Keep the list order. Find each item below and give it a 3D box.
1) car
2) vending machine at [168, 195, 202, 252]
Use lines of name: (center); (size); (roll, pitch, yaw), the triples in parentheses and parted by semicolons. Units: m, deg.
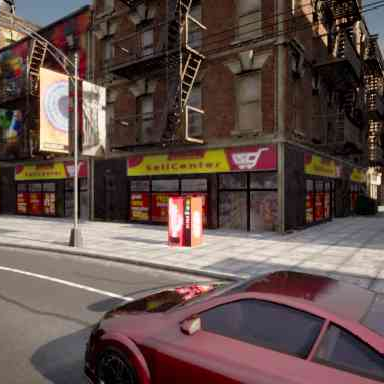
car: (0.822, 1.564, 3.407); (4.181, 1.385, 1.994); (0, 0, 35)
vending machine: (-0.268, 1.195, 13.123); (0.880, 2.100, 1.100); (0, 0, 34)
